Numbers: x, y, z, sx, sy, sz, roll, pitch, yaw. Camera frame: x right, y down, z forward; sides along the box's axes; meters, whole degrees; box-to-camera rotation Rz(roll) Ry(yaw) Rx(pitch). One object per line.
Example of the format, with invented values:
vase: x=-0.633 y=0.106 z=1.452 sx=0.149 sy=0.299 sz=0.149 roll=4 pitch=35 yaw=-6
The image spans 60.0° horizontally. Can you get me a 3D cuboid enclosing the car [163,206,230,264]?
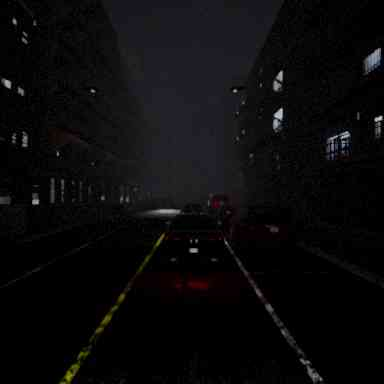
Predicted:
car: x=0.064 y=1.486 z=11.813 sx=1.882 sy=1.535 sz=5.008 roll=0 pitch=0 yaw=0

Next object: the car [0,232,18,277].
car: x=-5.688 y=1.571 z=7.574 sx=1.947 sy=1.339 sz=4.313 roll=0 pitch=0 yaw=0

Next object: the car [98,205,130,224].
car: x=-5.688 y=1.600 z=24.622 sx=1.802 sy=1.307 sz=4.206 roll=0 pitch=0 yaw=0

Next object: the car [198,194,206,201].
car: x=2.691 y=1.407 z=92.814 sx=2.192 sy=1.841 sz=5.009 roll=0 pitch=0 yaw=0

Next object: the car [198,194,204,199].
car: x=2.692 y=1.365 z=58.720 sx=2.192 sy=1.841 sz=5.009 roll=0 pitch=0 yaw=0

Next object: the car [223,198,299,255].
car: x=2.693 y=1.324 z=13.260 sx=2.192 sy=1.841 sz=5.009 roll=0 pitch=0 yaw=0

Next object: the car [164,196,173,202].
car: x=-5.689 y=1.622 z=81.446 sx=1.887 sy=1.381 sz=4.507 roll=0 pitch=0 yaw=0

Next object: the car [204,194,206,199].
car: x=3.106 y=1.264 z=44.892 sx=2.150 sy=2.045 sz=5.566 roll=0 pitch=0 yaw=0

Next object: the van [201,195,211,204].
van: x=2.692 y=1.397 z=64.402 sx=1.690 sy=1.788 sz=3.998 roll=0 pitch=0 yaw=0

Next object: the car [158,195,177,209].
car: x=-3.090 y=1.528 z=45.946 sx=2.128 sy=1.511 sz=4.902 roll=0 pitch=0 yaw=0

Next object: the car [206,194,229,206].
car: x=3.106 y=1.258 z=37.892 sx=2.150 sy=2.045 sz=5.566 roll=0 pitch=0 yaw=0

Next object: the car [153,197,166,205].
car: x=-5.689 y=1.632 z=58.717 sx=1.802 sy=1.307 sz=4.206 roll=0 pitch=0 yaw=0

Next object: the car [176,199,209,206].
car: x=0.064 y=1.567 z=26.393 sx=2.033 sy=1.411 sz=5.357 roll=0 pitch=0 yaw=0

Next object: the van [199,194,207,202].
van: x=2.692 y=1.418 z=81.449 sx=1.690 sy=1.788 sz=3.998 roll=0 pitch=0 yaw=0

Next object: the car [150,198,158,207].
car: x=-5.688 y=1.588 z=53.034 sx=1.887 sy=1.381 sz=4.507 roll=0 pitch=0 yaw=0

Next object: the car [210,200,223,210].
car: x=2.692 y=1.569 z=24.625 sx=2.008 sy=1.369 sz=4.403 roll=0 pitch=0 yaw=0

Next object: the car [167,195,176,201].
car: x=-5.690 y=1.642 z=92.811 sx=2.008 sy=1.369 sz=4.403 roll=0 pitch=0 yaw=0
